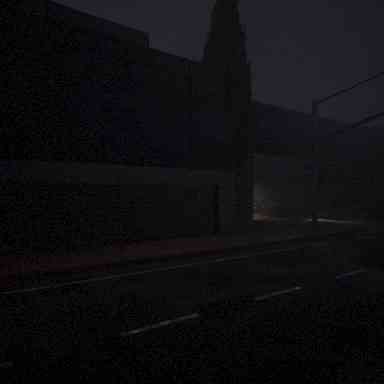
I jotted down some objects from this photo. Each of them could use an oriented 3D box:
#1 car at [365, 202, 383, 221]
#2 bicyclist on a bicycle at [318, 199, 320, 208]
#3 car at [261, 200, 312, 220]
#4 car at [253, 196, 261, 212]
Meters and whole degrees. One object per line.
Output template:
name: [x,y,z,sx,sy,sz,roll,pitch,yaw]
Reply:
car: [15.881,1.492,25.300,2.128,1.511,4.902,0,0,-45]
bicyclist on a bicycle: [16.214,1.303,43.252,1.656,1.620,0.582,0,0,-37]
car: [8.436,1.564,28.632,1.994,1.385,4.181,0,0,-37]
car: [5.966,1.223,37.776,2.150,2.045,5.566,0,0,-37]
